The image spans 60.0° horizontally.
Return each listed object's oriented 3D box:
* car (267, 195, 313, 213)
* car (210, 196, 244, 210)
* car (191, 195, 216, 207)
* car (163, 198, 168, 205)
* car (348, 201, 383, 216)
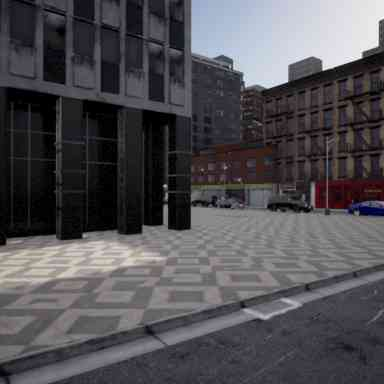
[{"bbox_3d":[11.320,1.392,38.821,2.150,2.045,5.566,0,-1,-36],"label":"car"},{"bbox_3d":[5.286,1.727,47.076,2.128,1.511,4.902,0,0,-36],"label":"car"},{"bbox_3d":[2.175,1.522,56.641,2.150,2.045,5.566,0,0,-36],"label":"car"},{"bbox_3d":[-4.041,1.844,65.042,1.837,1.490,4.892,0,0,-36],"label":"car"},{"bbox_3d":[17.167,1.577,30.820,1.882,1.535,5.008,0,-1,-37],"label":"car"}]
